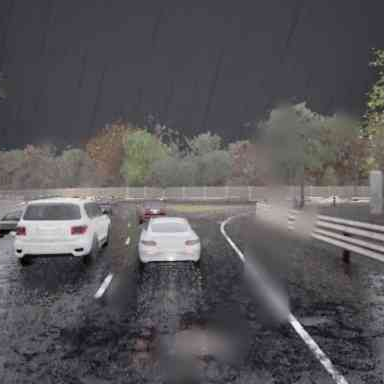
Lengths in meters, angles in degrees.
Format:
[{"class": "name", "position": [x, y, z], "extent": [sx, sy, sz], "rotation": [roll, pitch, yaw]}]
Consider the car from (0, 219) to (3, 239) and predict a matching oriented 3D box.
[{"class": "car", "position": [-8.670, 1.619, 17.679], "extent": [1.895, 1.301, 4.718], "rotation": [0, 0, -10]}]

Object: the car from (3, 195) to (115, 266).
[{"class": "car", "position": [-4.280, 1.229, 11.863], "extent": [2.150, 2.045, 5.566], "rotation": [0, 0, -7]}]

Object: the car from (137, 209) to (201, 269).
[{"class": "car", "position": [-0.806, 1.521, 11.156], "extent": [1.812, 1.442, 4.674], "rotation": [0, 0, -6]}]

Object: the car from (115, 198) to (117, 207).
[{"class": "car", "position": [-9.120, 1.501, 33.439], "extent": [2.128, 1.511, 4.902], "rotation": [0, 0, -18]}]

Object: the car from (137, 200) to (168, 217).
[{"class": "car", "position": [-2.880, 1.347, 24.054], "extent": [2.097, 1.767, 4.553], "rotation": [0, 0, -12]}]

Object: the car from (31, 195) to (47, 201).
[{"class": "car", "position": [-38.949, 1.604, 84.709], "extent": [4.674, 1.442, 1.812], "rotation": [0, 0, 40]}]
